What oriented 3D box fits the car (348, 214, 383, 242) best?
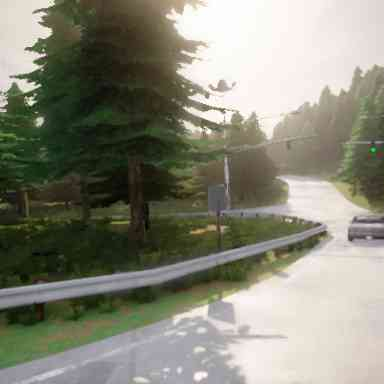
[{"bbox_3d":[9.280,1.838,17.397,1.895,1.301,4.718,-2,-2,29],"label":"car"}]
